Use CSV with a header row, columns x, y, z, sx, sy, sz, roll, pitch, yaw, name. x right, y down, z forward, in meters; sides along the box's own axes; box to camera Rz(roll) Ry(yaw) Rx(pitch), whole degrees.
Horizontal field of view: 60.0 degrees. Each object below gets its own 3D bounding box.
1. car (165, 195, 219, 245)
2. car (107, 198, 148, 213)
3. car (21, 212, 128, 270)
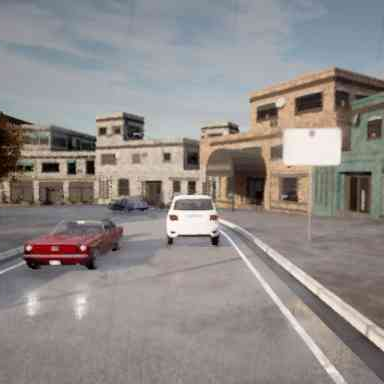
x,y,z,sx,sy,sz,roll,pitch,yaw,name
-0.050,1.150,15.458,2.150,2.045,5.566,0,0,-3,car
-6.587,1.316,33.922,2.033,1.411,5.357,-3,2,-42,car
-3.611,1.559,10.969,1.895,1.301,4.718,0,0,0,car
